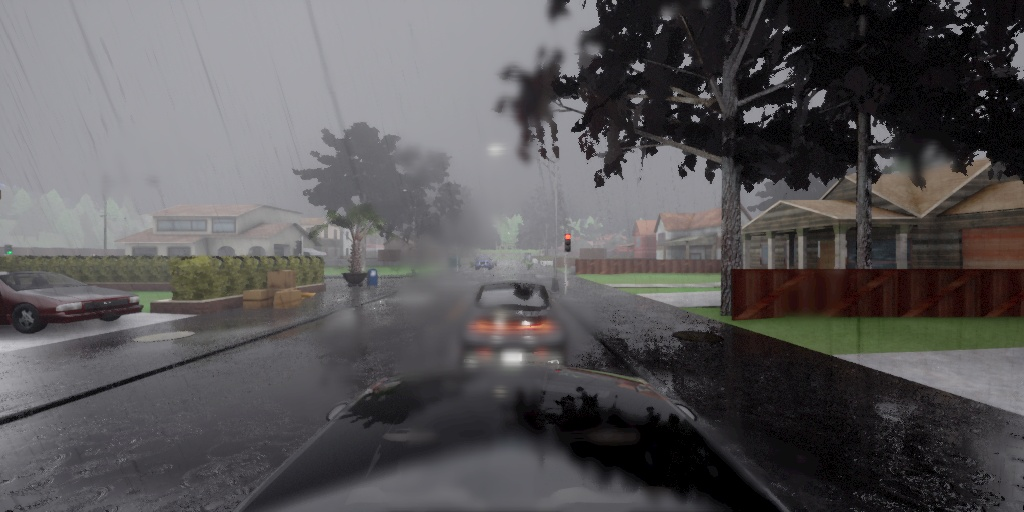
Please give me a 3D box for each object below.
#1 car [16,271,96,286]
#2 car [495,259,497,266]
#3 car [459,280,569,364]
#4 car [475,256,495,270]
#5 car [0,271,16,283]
[{"bbox_3d":[-32.947,1.240,26.751,4.902,1.511,2.128,0,0,0],"label":"car"},{"bbox_3d":[-4.039,1.241,62.319,2.128,1.511,4.902,0,0,0],"label":"car"},{"bbox_3d":[0.046,1.255,7.667,1.837,1.490,4.892,0,0,1],"label":"car"},{"bbox_3d":[-4.072,0.971,52.269,2.150,2.045,5.566,0,0,0],"label":"car"},{"bbox_3d":[-43.858,1.241,30.852,4.902,1.511,2.128,0,0,0],"label":"car"}]
